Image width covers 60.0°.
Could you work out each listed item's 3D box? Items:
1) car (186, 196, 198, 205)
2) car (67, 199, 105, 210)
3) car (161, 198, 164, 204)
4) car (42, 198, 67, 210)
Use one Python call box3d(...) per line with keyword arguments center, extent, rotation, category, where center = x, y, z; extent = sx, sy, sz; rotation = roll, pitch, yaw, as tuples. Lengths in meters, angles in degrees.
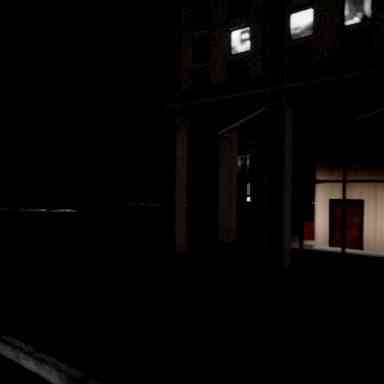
box3d(center=(-0.748, 1.528, 58.934), extent=(1.812, 1.442, 4.674), rotation=(1, 1, 38), category="car")
box3d(center=(-13.386, 1.581, 43.034), extent=(1.994, 1.385, 4.181), rotation=(1, 1, 38), category="car")
box3d(center=(-3.477, 1.299, 60.721), extent=(2.097, 1.767, 4.553), rotation=(1, 1, 38), category="car")
box3d(center=(-17.274, 1.541, 43.349), extent=(1.994, 1.385, 4.181), rotation=(1, 1, 38), category="car")
